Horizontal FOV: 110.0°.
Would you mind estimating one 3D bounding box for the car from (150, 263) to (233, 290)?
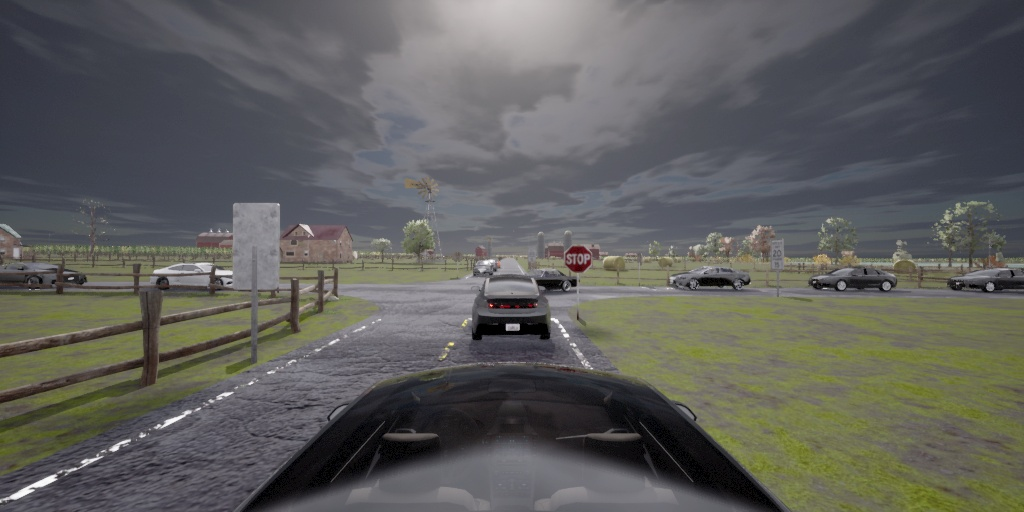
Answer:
[{"bbox_3d":[-17.261,1.104,19.921,4.674,1.442,1.812,1,-1,-1],"label":"car"}]

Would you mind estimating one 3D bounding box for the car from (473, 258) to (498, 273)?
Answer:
[{"bbox_3d":[-2.897,1.243,36.901,2.128,1.511,4.902,0,0,0],"label":"car"}]

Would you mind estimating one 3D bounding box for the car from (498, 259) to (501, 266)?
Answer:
[{"bbox_3d":[-2.900,1.241,47.283,2.128,1.511,4.902,0,0,0],"label":"car"}]

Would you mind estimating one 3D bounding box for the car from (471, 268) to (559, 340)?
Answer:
[{"bbox_3d":[-0.082,1.256,9.981,1.837,1.490,4.892,0,0,-2],"label":"car"}]

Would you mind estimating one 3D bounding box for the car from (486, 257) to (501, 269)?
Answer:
[{"bbox_3d":[-2.914,1.101,57.560,2.097,1.767,4.553,0,0,0],"label":"car"}]

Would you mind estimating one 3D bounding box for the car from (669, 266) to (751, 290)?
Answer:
[{"bbox_3d":[12.778,1.396,23.269,4.902,1.511,2.128,1,-1,-2],"label":"car"}]

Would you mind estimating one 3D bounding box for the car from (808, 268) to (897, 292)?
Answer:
[{"bbox_3d":[22.179,1.499,23.449,4.892,1.490,1.837,1,-1,-1],"label":"car"}]

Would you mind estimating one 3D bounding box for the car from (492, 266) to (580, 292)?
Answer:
[{"bbox_3d":[1.482,1.369,20.029,4.718,1.301,1.895,1,0,-35],"label":"car"}]

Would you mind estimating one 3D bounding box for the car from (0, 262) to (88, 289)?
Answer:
[{"bbox_3d":[-26.381,1.048,19.790,4.181,1.385,1.994,1,-1,-1],"label":"car"}]

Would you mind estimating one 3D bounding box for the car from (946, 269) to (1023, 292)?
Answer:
[{"bbox_3d":[31.682,1.587,23.579,4.892,1.490,1.837,1,-1,-1],"label":"car"}]
